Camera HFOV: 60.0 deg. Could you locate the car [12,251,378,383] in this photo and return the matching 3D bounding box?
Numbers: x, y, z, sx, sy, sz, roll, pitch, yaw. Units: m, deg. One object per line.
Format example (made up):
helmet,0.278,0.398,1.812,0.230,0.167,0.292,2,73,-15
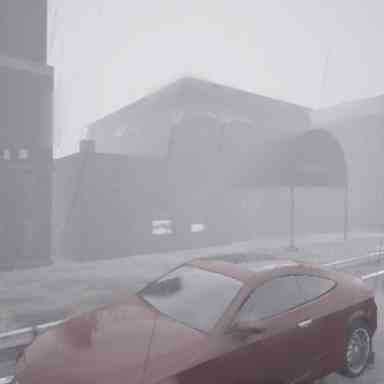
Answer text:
car,0.459,1.536,4.017,4.674,1.442,1.812,0,0,-36
